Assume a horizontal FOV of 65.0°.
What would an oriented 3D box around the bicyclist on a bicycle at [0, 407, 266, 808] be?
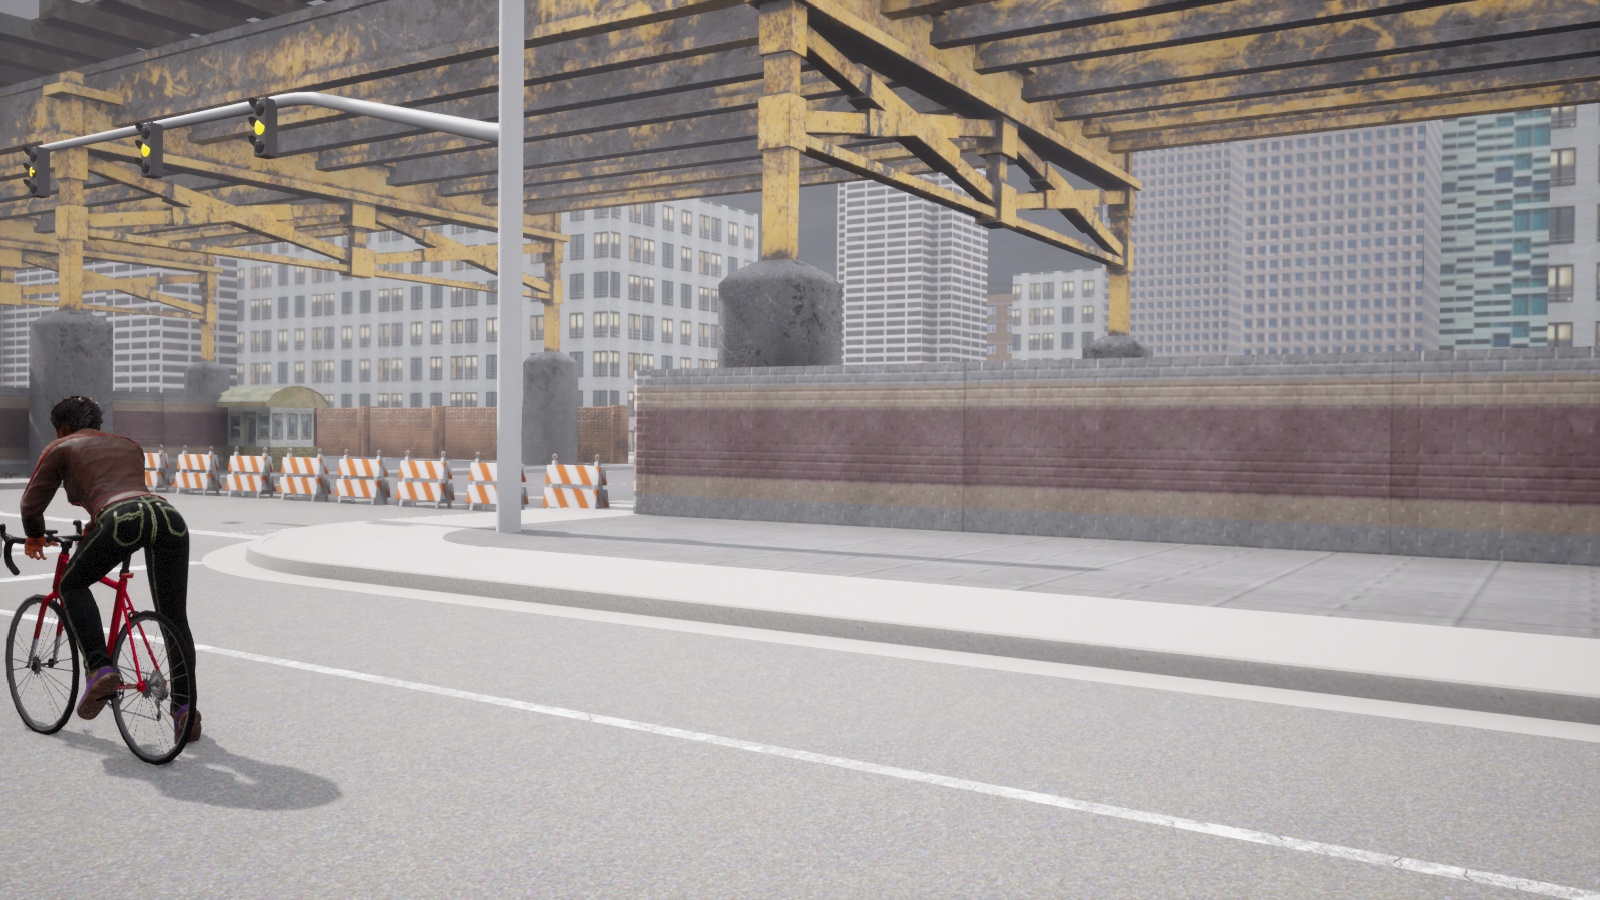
[{"bbox_3d":[-3.227,0.635,5.764,1.656,1.620,0.582,0,1,34],"label":"bicyclist on a bicycle"}]
